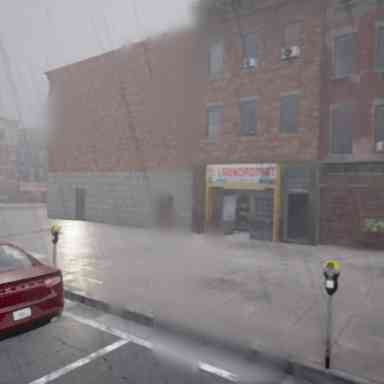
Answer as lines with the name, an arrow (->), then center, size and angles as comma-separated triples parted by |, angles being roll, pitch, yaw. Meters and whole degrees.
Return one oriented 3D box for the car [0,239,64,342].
car -> -4.050, 1.441, 5.687 | 4.507, 1.381, 1.887 | 1, 1, 36
